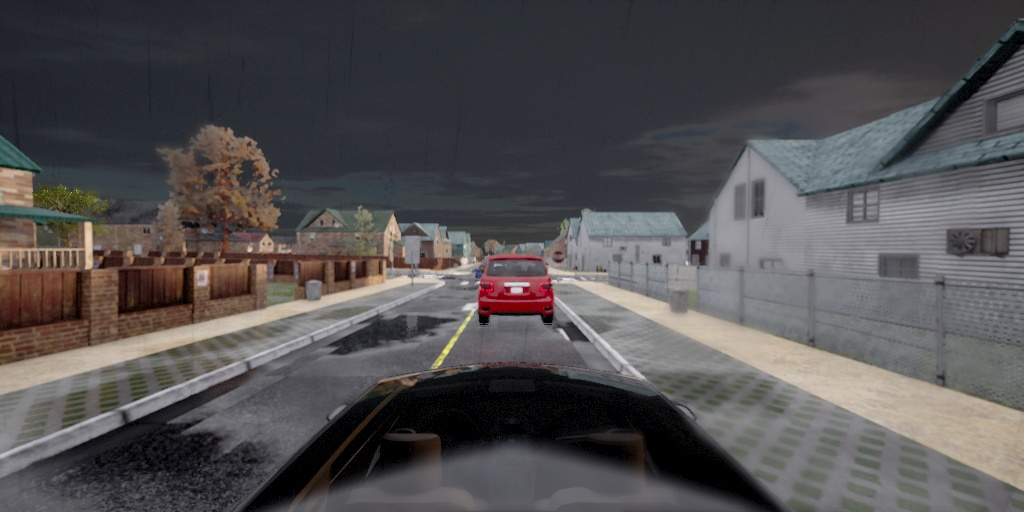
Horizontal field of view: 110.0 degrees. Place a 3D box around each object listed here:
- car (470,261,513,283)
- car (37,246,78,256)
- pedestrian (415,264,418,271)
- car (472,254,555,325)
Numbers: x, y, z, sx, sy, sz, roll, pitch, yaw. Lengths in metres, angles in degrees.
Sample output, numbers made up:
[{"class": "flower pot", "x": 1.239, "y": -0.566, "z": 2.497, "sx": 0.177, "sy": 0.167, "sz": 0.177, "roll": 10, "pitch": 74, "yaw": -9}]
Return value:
[{"class": "car", "x": -1.728, "y": 1.196, "z": 28.726, "sx": 1.882, "sy": 1.535, "sz": 5.008, "roll": 1, "pitch": 0, "yaw": -22}, {"class": "car", "x": -44.161, "y": 0.032, "z": 33.967, "sx": 5.566, "sy": 2.045, "sz": 2.150, "roll": 1, "pitch": 1, "yaw": 2}, {"class": "pedestrian", "x": -9.692, "y": 0.568, "z": 36.400, "sx": 0.375, "sy": 1.860, "sz": 0.375, "roll": 0, "pitch": 0, "yaw": 1}, {"class": "car", "x": 0.097, "y": 0.958, "z": 11.948, "sx": 2.150, "sy": 2.045, "sz": 5.566, "roll": 0, "pitch": 0, "yaw": -1}]
